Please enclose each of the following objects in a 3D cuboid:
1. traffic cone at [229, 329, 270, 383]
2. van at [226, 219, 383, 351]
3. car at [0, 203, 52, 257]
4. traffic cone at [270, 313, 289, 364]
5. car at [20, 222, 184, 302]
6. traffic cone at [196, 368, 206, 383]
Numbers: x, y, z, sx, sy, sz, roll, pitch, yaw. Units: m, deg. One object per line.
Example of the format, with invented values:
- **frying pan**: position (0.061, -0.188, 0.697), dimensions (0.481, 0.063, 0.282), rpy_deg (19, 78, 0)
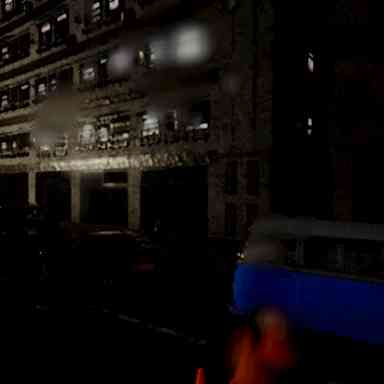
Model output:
- **traffic cone**: position (0.667, 1.955, 3.936), dimensions (0.340, 0.580, 0.340), rpy_deg (0, 0, 36)
- **van**: position (2.479, 1.341, 4.754), dimensions (3.998, 1.788, 1.690), rpy_deg (0, 1, 36)
- **car**: position (-6.720, 1.310, 11.365), dimensions (5.009, 1.841, 2.192), rpy_deg (0, 1, 36)
- **traffic cone**: position (1.131, 1.953, 4.561), dimensions (0.340, 0.580, 0.340), rpy_deg (0, 1, 25)
- **car**: position (-2.118, 1.579, 8.062), dimensions (4.206, 1.307, 1.802), rpy_deg (0, 1, 36)
- **traffic cone**: position (0.084, 1.955, 3.124), dimensions (0.340, 0.580, 0.340), rpy_deg (0, 0, 36)
